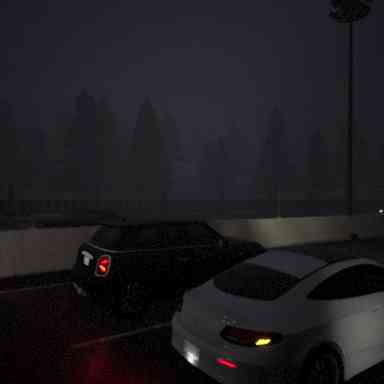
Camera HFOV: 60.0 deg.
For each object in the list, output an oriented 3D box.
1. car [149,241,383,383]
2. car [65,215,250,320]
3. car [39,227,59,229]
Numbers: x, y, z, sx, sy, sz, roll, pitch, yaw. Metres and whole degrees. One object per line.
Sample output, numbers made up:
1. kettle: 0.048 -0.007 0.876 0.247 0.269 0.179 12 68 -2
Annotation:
1. car: 1.932 1.548 4.826 4.674 1.442 1.812 1 0 -33
2. car: -0.253 1.360 7.545 4.553 1.767 2.097 1 0 -33
3. car: -5.290 1.582 17.069 4.718 1.301 1.895 1 0 -32
